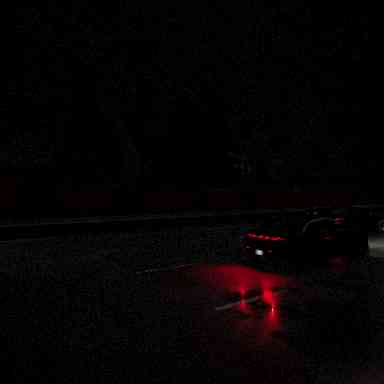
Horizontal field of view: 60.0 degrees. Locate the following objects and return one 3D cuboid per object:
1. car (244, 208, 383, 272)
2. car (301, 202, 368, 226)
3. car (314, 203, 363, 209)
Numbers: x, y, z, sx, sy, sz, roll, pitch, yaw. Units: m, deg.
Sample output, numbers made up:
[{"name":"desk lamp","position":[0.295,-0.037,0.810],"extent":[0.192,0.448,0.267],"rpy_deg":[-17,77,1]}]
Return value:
[{"name":"car","position":[3.865,1.492,10.873],"extent":[4.902,1.511,2.128],"rpy_deg":[0,0,-36]},{"name":"car","position":[10.511,1.548,24.365],"extent":[5.357,1.411,2.033],"rpy_deg":[0,0,-36]},{"name":"car","position":[8.983,1.525,18.907],"extent":[4.674,1.442,1.812],"rpy_deg":[0,0,-36]}]
